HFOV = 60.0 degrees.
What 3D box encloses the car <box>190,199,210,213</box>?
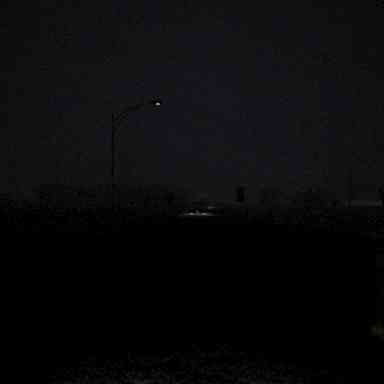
[{"bbox_3d":[0.836,1.824,40.972,2.033,1.411,5.357,0,0,5],"label":"car"}]
